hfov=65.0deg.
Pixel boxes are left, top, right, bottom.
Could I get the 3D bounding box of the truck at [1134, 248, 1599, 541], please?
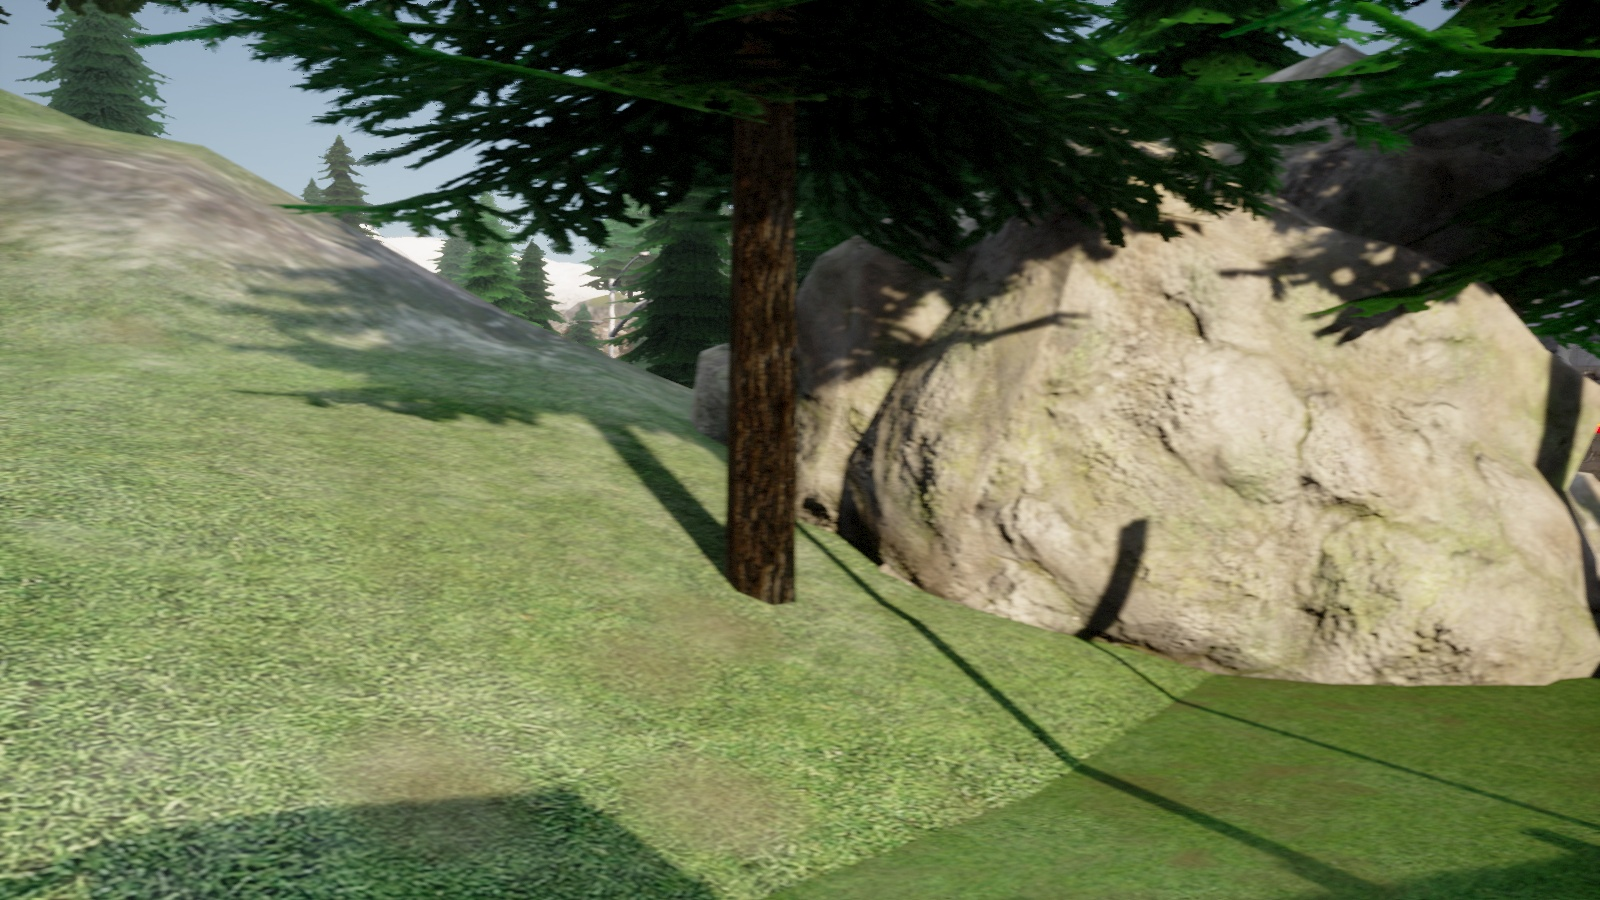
[{"bbox_3d":[9.370,-0.793,20.906,2.891,3.827,8.468,-1,1,-22],"label":"truck"}]
